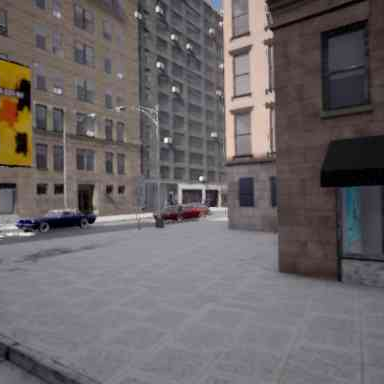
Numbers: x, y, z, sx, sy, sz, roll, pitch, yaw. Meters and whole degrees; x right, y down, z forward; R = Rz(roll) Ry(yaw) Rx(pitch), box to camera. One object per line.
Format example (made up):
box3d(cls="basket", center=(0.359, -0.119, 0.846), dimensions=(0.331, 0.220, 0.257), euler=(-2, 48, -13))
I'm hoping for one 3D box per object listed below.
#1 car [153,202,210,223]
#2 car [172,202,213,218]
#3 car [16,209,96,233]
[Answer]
box3d(cls="car", center=(-0.849, 1.704, 26.481), dimensions=(1.895, 1.301, 4.718), euler=(-2, -1, 36))
box3d(cls="car", center=(0.085, 1.744, 33.261), dimensions=(1.994, 1.385, 4.181), euler=(-2, -1, 36))
box3d(cls="car", center=(-8.535, 1.787, 21.177), dimensions=(1.895, 1.301, 4.718), euler=(-2, -1, 33))
